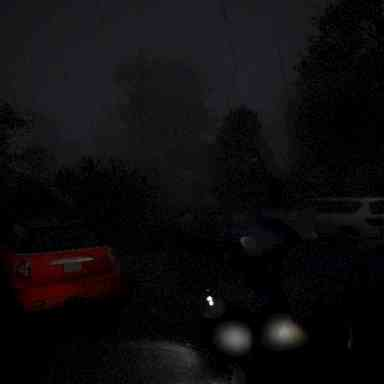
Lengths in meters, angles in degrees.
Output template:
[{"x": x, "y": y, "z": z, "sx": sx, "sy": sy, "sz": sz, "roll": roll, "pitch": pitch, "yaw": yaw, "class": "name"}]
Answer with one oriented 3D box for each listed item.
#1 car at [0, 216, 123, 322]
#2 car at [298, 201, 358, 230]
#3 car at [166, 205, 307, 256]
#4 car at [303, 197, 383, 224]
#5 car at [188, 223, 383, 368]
[{"x": -3.348, "y": 1.354, "z": 7.634, "sx": 2.185, "sy": 1.767, "sz": 4.553, "roll": 0, "pitch": 0, "yaw": -36, "class": "car"}, {"x": 3.315, "y": 1.351, "z": 12.466, "sx": 2.185, "sy": 1.767, "sz": 4.553, "roll": 0, "pitch": 0, "yaw": -36, "class": "car"}, {"x": 1.048, "y": 1.352, "z": 10.848, "sx": 2.185, "sy": 1.767, "sz": 4.553, "roll": 0, "pitch": 0, "yaw": -36, "class": "car"}, {"x": 5.685, "y": 1.224, "z": 14.154, "sx": 2.435, "sy": 2.045, "sz": 5.566, "roll": 0, "pitch": 0, "yaw": -36, "class": "car"}, {"x": 2.745, "y": 1.546, "z": 5.934, "sx": 5.357, "sy": 1.411, "sz": 2.033, "roll": 0, "pitch": 0, "yaw": -35, "class": "car"}]
